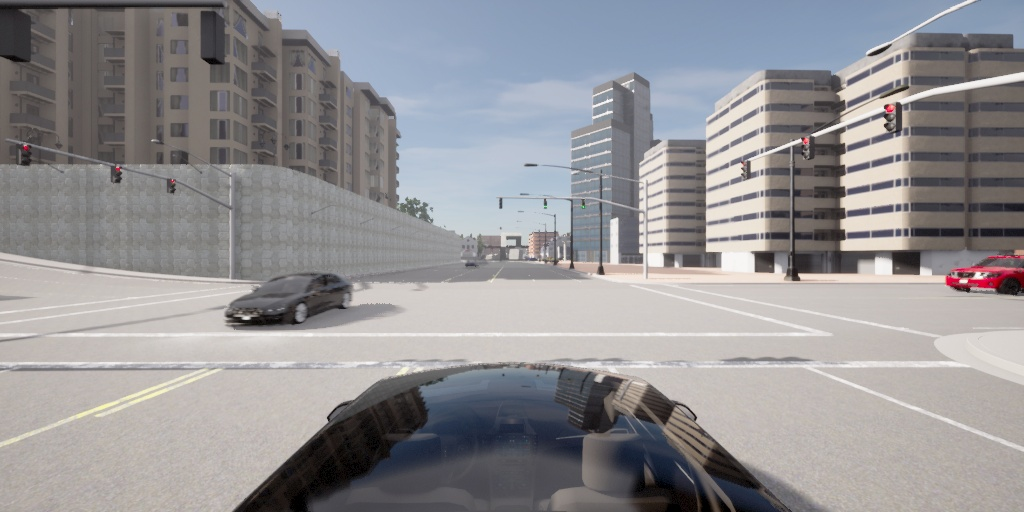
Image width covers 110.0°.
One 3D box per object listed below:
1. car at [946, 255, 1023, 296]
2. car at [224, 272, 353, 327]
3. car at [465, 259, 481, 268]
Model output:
[{"bbox_3d":[26.365,0.970,18.742,5.566,2.045,2.150,0,0,0],"label":"car"},{"bbox_3d":[-6.998,1.323,11.861,1.837,1.490,4.892,0,1,0],"label":"car"},{"bbox_3d":[-6.977,1.355,61.547,1.895,1.301,4.718,0,0,0],"label":"car"}]
